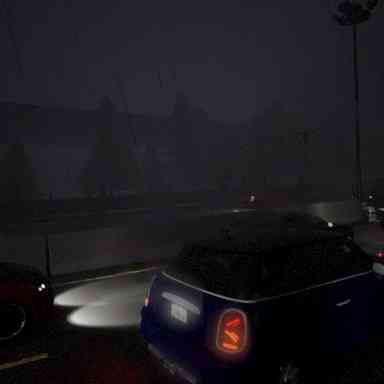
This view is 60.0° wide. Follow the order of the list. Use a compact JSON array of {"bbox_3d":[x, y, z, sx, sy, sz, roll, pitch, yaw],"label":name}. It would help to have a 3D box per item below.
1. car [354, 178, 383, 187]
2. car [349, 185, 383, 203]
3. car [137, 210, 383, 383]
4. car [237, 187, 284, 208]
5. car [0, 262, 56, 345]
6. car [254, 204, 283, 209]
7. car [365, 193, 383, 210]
[{"bbox_3d":[18.769,-0.361,34.900,5.566,2.045,2.150,-4,2,-36],"label":"car"},{"bbox_3d":[15.480,0.376,28.192,4.718,1.301,1.895,-4,2,-36],"label":"car"},{"bbox_3d":[1.581,1.313,4.907,4.553,1.767,2.097,-1,1,-36],"label":"car"},{"bbox_3d":[6.185,0.474,30.099,4.553,1.767,2.097,-4,2,-36],"label":"car"},{"bbox_3d":[-4.314,1.565,4.975,4.181,1.385,1.994,0,0,-35],"label":"car"},{"bbox_3d":[3.058,1.321,10.295,5.008,1.535,1.882,-3,1,-36],"label":"car"},{"bbox_3d":[10.680,0.865,15.815,4.902,1.511,2.128,-4,2,-36],"label":"car"}]
